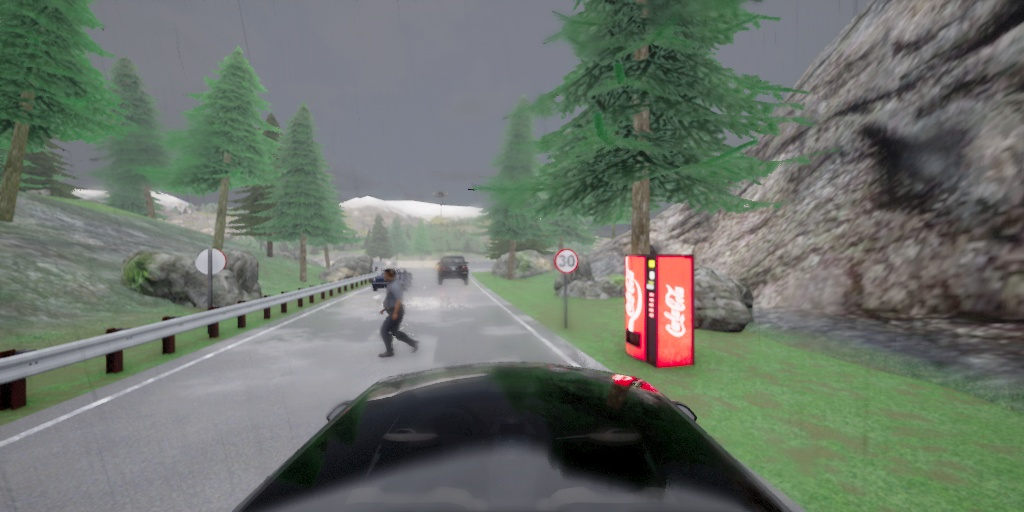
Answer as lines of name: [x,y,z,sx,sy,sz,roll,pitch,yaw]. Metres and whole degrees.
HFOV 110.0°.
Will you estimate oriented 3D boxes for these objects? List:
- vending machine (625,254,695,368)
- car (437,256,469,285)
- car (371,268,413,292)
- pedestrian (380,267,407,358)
vending machine: [2.854,0.957,7.026,1.100,2.100,0.880,0,0,-11]
car: [-4.477,1.035,27.327,2.150,2.045,5.566,0,-1,-10]
car: [-7.292,1.406,22.094,1.895,1.301,4.718,0,0,-10]
pedestrian: [-2.323,1.059,7.059,0.375,1.860,0.375,0,0,-11]
